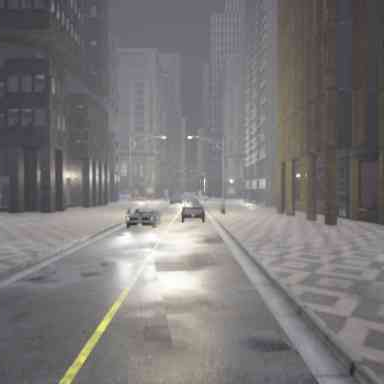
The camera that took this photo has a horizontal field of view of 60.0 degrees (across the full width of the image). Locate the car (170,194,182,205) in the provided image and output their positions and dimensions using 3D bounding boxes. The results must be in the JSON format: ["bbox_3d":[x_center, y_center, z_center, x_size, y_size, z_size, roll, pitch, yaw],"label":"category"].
[{"bbox_3d":[-3.022,1.429,63.441,2.150,2.045,5.566,0,0,0],"label":"car"}]

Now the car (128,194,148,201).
[{"bbox_3d":[-14.640,1.893,92.514,4.829,1.417,1.752,0,0,0],"label":"car"}]

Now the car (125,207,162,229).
[{"bbox_3d":[-3.101,1.651,21.964,1.895,1.301,4.718,0,0,0],"label":"car"}]

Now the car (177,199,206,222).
[{"bbox_3d":[0.096,1.556,27.117,2.128,1.511,4.902,0,0,0],"label":"car"}]
